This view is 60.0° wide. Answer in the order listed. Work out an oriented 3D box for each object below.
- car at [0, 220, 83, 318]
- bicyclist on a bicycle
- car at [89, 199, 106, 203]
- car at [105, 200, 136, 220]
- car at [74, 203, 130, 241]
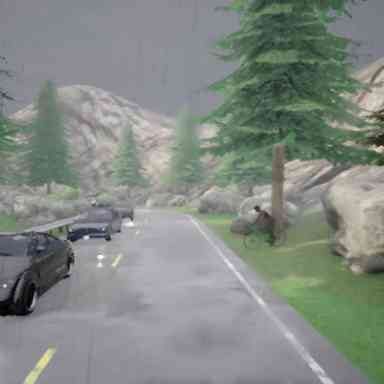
[{"bbox_3d":[-4.055,1.599,7.353,1.994,1.385,4.181,-1,0,-4],"label":"car"},{"bbox_3d":[2.658,1.299,12.332,1.656,1.620,0.582,-7,-2,-4],"label":"bicyclist on a bicycle"},{"bbox_3d":[-12.621,1.597,43.351,4.718,1.301,1.895,-1,0,30],"label":"car"},{"bbox_3d":[-5.664,1.466,27.215,1.837,1.490,4.892,-1,0,-8],"label":"car"},{"bbox_3d":[-4.680,1.545,16.856,2.033,1.411,5.357,-1,0,-4],"label":"car"}]
